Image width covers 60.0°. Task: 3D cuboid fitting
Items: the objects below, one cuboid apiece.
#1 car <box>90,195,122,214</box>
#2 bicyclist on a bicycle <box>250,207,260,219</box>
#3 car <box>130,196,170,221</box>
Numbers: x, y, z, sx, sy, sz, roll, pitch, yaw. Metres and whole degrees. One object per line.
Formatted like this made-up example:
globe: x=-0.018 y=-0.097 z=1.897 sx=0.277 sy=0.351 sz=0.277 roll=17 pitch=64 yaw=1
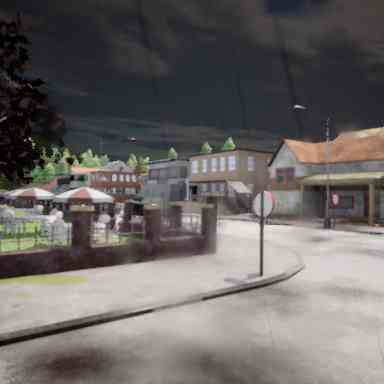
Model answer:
car: x=-9.971 y=1.397 z=38.079 sx=2.150 sy=2.045 sz=5.566 roll=1 pitch=0 yaw=-35
bicyclist on a bicycle: x=5.890 y=1.631 z=30.257 sx=1.656 sy=1.620 sz=0.582 roll=1 pitch=0 yaw=-35
car: x=-3.739 y=1.398 z=29.308 sx=2.150 sy=2.045 sz=5.566 roll=1 pitch=-1 yaw=-35
